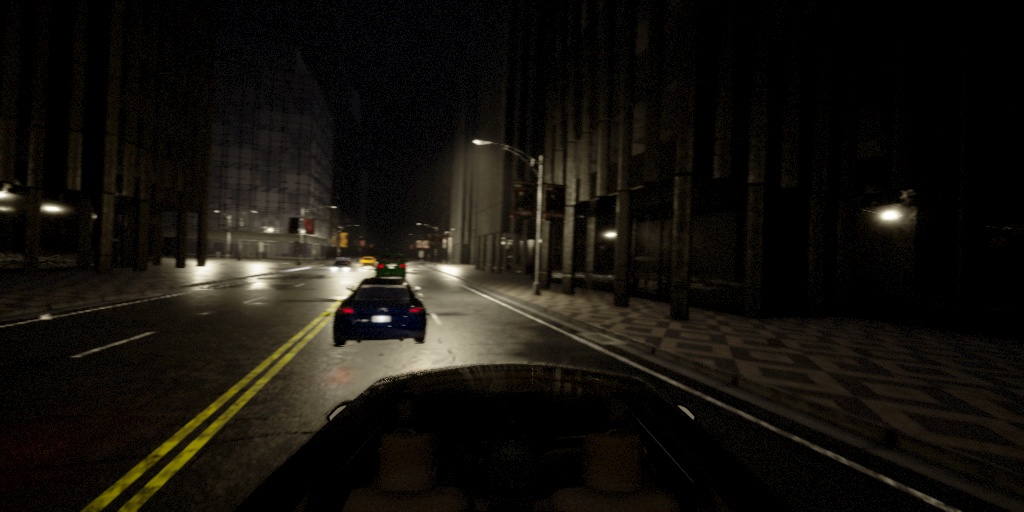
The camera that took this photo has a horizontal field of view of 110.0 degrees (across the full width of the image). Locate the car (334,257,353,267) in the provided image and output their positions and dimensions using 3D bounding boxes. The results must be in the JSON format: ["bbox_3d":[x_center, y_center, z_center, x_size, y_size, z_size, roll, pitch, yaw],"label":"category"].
[{"bbox_3d":[-23.473,0.858,49.927,1.895,1.301,4.718,2,0,-18],"label":"car"}]

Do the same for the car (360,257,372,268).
[{"bbox_3d":[-20.294,0.864,50.658,1.882,1.535,5.008,2,-1,-18],"label":"car"}]

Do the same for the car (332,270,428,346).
[{"bbox_3d":[-3.295,1.254,9.264,1.994,1.385,4.181,2,-1,-18],"label":"car"}]

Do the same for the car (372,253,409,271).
[{"bbox_3d":[-8.998,0.847,26.836,2.150,2.045,5.566,2,-1,-18],"label":"car"}]
